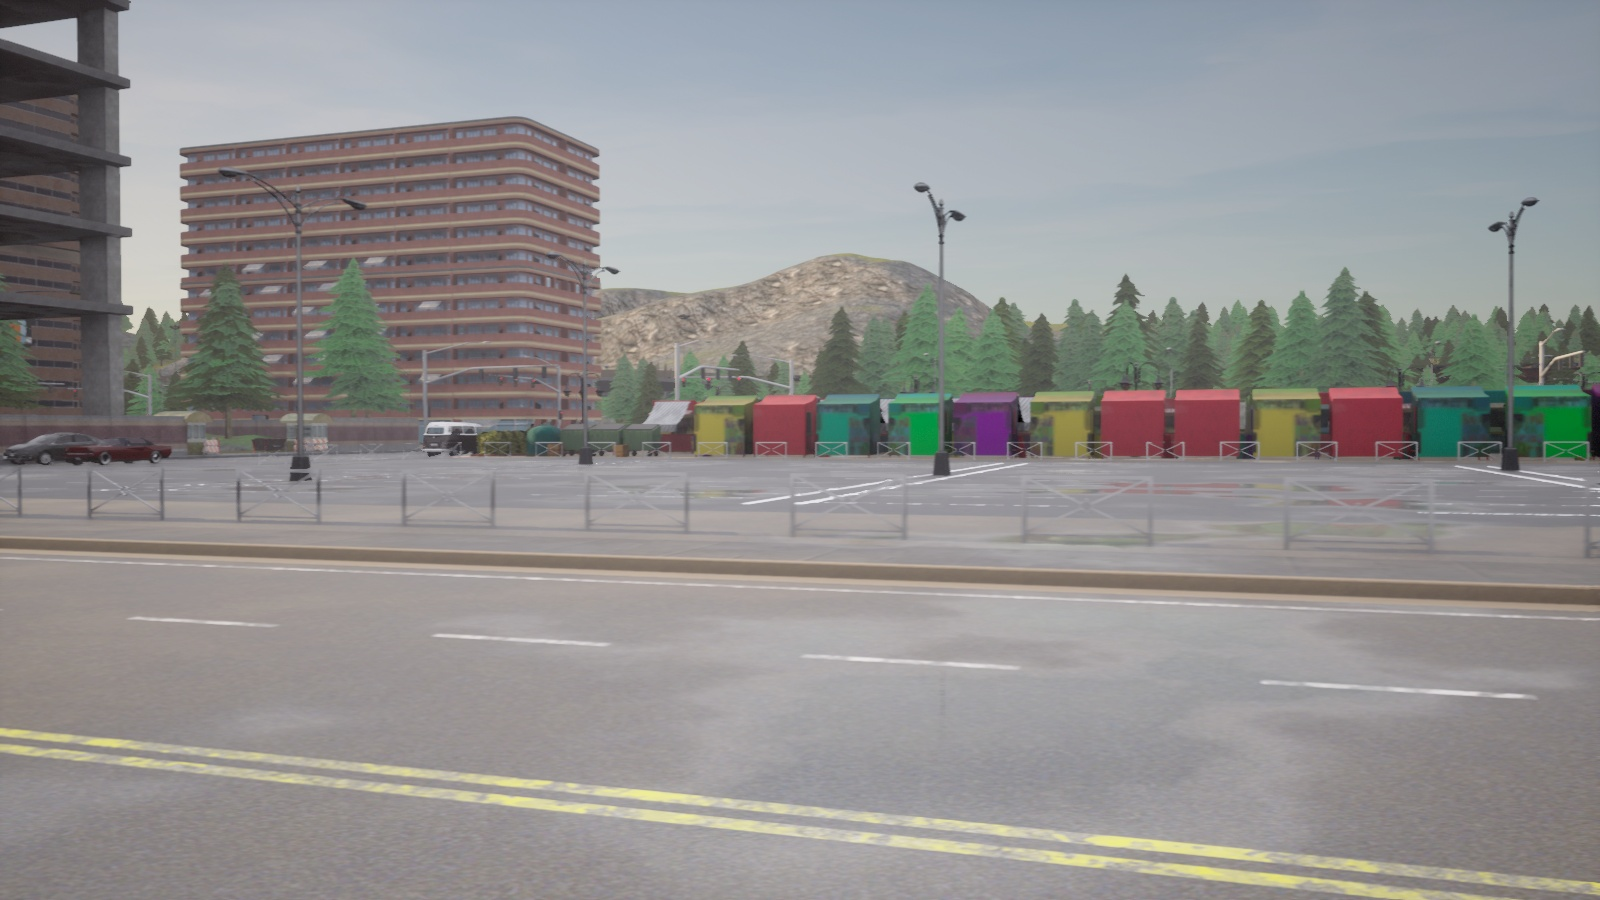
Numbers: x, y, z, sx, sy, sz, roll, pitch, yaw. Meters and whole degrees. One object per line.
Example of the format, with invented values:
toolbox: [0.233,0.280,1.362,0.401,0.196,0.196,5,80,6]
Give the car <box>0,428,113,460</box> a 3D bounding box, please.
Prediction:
car: [-35.572,-0.319,59.979,1.837,1.490,4.892,1,1,18]

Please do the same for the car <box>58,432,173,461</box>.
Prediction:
car: [-32.155,-0.197,59.164,1.895,1.301,4.718,1,1,18]

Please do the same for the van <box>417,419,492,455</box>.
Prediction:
van: [-20.088,-0.754,73.251,2.069,2.038,4.480,1,1,18]
